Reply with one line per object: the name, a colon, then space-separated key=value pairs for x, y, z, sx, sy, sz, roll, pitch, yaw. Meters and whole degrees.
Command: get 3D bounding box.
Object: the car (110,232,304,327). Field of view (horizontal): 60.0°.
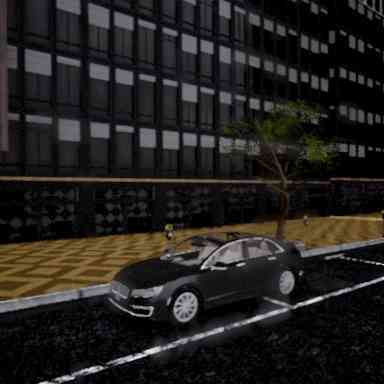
car: x=0.512 y=1.555 z=6.937 sx=4.403 sy=1.369 sz=2.008 roll=0 pitch=-1 yaw=-36
